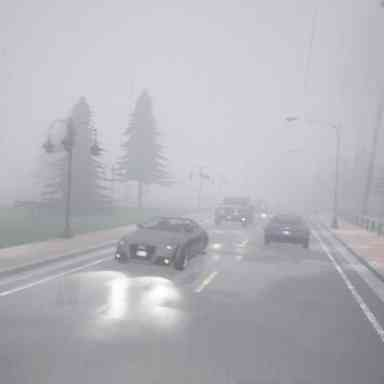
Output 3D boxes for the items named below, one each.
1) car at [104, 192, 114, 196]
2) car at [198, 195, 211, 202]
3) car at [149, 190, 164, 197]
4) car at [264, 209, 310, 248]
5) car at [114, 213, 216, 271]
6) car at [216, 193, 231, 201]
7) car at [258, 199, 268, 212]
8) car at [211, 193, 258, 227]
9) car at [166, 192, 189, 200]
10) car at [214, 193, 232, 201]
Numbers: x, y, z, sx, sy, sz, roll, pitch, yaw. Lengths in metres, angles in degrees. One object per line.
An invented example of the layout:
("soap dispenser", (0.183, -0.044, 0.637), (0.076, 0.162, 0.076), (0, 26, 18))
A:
("car", (-21.914, 0.089, 79.688), (4.514, 1.523, 2.007), (3, 0, 16))
("car", (3.022, 1.376, 72.321), (3.633, 1.501, 1.845), (3, 0, 16))
("car", (-10.371, 0.614, 91.897), (3.633, 1.501, 1.845), (3, 0, 16))
("car", (4.659, 1.756, 16.282), (1.994, 1.385, 4.181), (3, 0, 17))
("car", (-0.780, 1.498, 10.863), (1.994, 1.385, 4.181), (3, 0, 16))
("car", (8.858, 1.322, 93.006), (3.866, 1.878, 1.905), (3, 0, 16))
("car", (8.322, 1.668, 41.322), (2.097, 1.767, 4.553), (3, 0, 17))
("car", (3.225, 1.324, 24.351), (2.150, 2.045, 5.566), (3, 0, 17))
("car", (-3.242, 1.065, 77.281), (3.806, 1.475, 1.970), (3, 0, 16))
("car", (8.429, 1.327, 90.103), (4.605, 1.855, 1.932), (3, 0, 16))
